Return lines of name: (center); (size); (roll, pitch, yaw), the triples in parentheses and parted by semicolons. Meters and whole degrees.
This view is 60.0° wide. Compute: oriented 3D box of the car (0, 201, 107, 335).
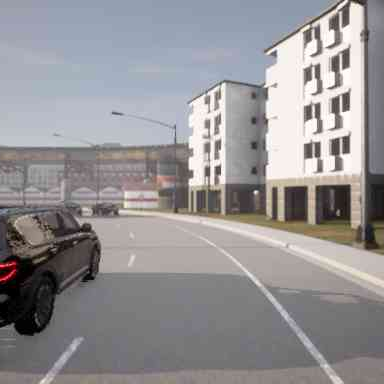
car: (-3.536, 1.287, 6.949); (2.150, 2.045, 5.566); (0, -1, -2)

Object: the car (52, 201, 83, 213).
car: (-16.662, 1.917, 44.331); (4.892, 1.490, 1.837); (-1, -1, 42)

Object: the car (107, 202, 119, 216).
car: (-9.548, 1.845, 36.167); (1.837, 1.490, 4.892); (0, 0, -35)

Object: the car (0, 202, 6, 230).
car: (-13.356, 1.547, 21.055); (2.097, 1.767, 4.553); (0, 0, -20)

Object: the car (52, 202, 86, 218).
car: (-13.022, 1.819, 34.988); (2.128, 1.511, 4.902); (0, -1, -36)
